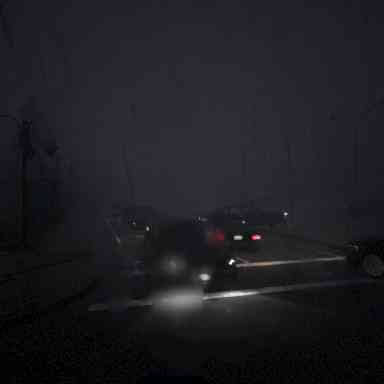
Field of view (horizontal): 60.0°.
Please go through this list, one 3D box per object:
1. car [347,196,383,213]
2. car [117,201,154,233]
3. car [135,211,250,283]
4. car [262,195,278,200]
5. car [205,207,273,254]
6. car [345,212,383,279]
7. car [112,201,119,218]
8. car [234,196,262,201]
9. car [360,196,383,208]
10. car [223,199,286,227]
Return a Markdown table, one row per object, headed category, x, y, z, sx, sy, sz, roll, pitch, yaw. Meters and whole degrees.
| category | x | y | z | sx | sy | sz | roll | pitch | yaw |
| --- | --- | --- | --- | --- | --- | --- | --- | --- | --- |
| car | 15.622 | 1.355 | 29.164 | 1.970 | 1.475 | 3.806 | 0 | 0 | -17 |
| car | -3.089 | 1.529 | 19.937 | 2.033 | 1.411 | 5.357 | 0 | 0 | -17 |
| car | -0.371 | 1.542 | 10.098 | 2.033 | 1.411 | 5.357 | 0 | 0 | -15 |
| car | 10.402 | 1.277 | 47.086 | 2.152 | 1.636 | 5.027 | 0 | 0 | -17 |
| car | 1.354 | 1.538 | 13.386 | 2.033 | 1.411 | 5.357 | 0 | 0 | -4 |
| car | 6.524 | 1.475 | 8.222 | 5.008 | 1.535 | 1.882 | 0 | 0 | 40 |
| car | -6.233 | 1.515 | 30.094 | 2.033 | 1.411 | 5.357 | 0 | 0 | -17 |
| car | 7.412 | 1.287 | 46.134 | 2.007 | 1.523 | 4.514 | 0 | 0 | -17 |
| car | 23.953 | 1.273 | 43.138 | 1.845 | 1.501 | 3.633 | 0 | 0 | -17 |
| car | 2.857 | 1.466 | 19.892 | 5.357 | 1.411 | 2.033 | -3 | 1 | -15 |
